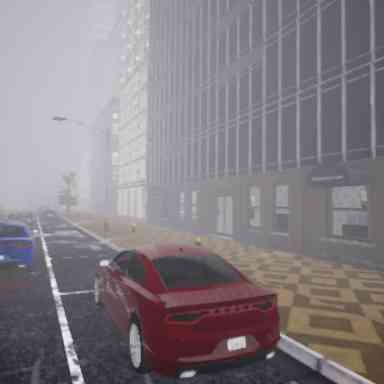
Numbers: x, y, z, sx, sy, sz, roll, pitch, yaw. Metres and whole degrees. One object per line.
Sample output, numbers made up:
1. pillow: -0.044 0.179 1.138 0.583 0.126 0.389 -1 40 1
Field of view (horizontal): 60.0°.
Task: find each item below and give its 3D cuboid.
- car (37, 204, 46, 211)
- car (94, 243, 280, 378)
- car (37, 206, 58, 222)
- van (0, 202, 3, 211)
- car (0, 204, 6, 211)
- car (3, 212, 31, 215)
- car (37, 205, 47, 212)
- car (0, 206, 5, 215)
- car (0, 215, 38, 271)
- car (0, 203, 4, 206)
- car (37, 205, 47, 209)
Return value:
1. car: -33.579 3.532 74.138 1.752 1.417 4.829 2 -2 -26
2. car: -0.539 1.689 6.150 1.882 1.535 5.008 2 -2 -26
3. car: -16.309 2.625 38.055 1.947 1.339 4.313 2 -2 -26
4. van: -41.067 3.121 70.393 1.690 1.788 3.998 2 -2 -26
5. car: -43.529 3.479 75.518 1.947 1.339 4.313 2 -2 -26
6. car: -13.872 2.325 26.961 1.895 1.301 4.718 2 -2 -26
7. car: -31.050 3.451 68.850 1.802 1.307 4.206 2 -2 -26
8. car: -22.605 2.571 37.972 1.895 1.301 4.718 2 -2 -25
9. car: -6.587 1.794 11.749 1.882 1.535 5.008 2 -2 -26
10. car: -38.612 3.086 65.255 1.967 1.590 4.097 2 -2 -26
11. car: -26.133 3.041 58.589 1.967 1.590 4.097 2 -2 -26
